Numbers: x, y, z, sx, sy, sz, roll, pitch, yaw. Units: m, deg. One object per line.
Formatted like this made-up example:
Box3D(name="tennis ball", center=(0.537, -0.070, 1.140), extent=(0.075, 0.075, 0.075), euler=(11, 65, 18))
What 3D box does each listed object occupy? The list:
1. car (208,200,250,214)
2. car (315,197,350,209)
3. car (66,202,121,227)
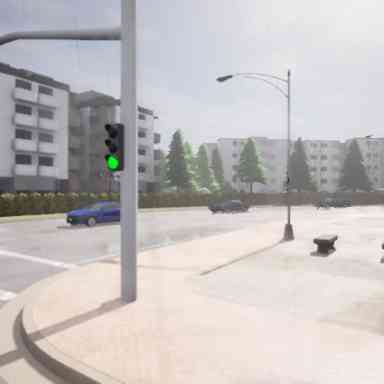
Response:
Box3D(name="car", center=(3.975, 1.575, 35.452), extent=(4.718, 1.301, 1.895), euler=(0, 0, -41))
Box3D(name="car", center=(18.791, 1.466, 44.560), extent=(5.008, 1.535, 1.882), euler=(0, 0, -20))
Box3D(name="car", center=(-6.149, 1.450, 22.730), extent=(1.882, 1.535, 5.008), euler=(0, 0, 34))
